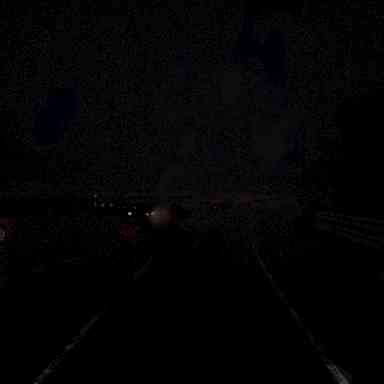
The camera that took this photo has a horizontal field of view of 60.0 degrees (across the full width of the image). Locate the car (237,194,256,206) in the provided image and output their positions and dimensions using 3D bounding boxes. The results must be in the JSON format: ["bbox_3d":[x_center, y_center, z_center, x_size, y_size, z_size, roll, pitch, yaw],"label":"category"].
[{"bbox_3d":[9.903,1.718,60.299,1.882,1.535,5.008,2,0,17],"label":"car"}]

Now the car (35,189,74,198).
[{"bbox_3d":[-19.531,0.624,48.519,2.150,2.045,5.566,2,0,18],"label":"car"}]

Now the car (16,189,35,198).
[{"bbox_3d":[-23.036,0.520,49.009,2.150,2.045,5.566,2,0,18],"label":"car"}]

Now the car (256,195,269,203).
[{"bbox_3d":[18.286,2.022,86.919,1.994,1.385,4.181,2,0,17],"label":"car"}]

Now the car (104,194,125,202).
[{"bbox_3d":[-14.735,1.071,63.620,1.994,1.385,4.181,2,0,18],"label":"car"}]

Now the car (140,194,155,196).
[{"bbox_3d":[-10.136,1.145,78.202,2.128,1.511,4.902,2,0,17],"label":"car"}]

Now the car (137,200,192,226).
[{"bbox_3d":[-1.592,1.531,23.826,2.033,1.411,5.357,2,0,17],"label":"car"}]

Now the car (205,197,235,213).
[{"bbox_3d":[3.370,1.572,39.566,1.882,1.535,5.008,2,0,17],"label":"car"}]

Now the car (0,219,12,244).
[{"bbox_3d":[-8.976,1.271,12.021,1.882,1.535,5.008,2,0,17],"label":"car"}]

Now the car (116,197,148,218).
[{"bbox_3d":[-4.026,1.409,27.740,1.837,1.490,4.892,2,0,17],"label":"car"}]

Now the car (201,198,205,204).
[{"bbox_3d":[3.229,1.641,62.414,1.895,1.301,4.718,2,0,17],"label":"car"}]

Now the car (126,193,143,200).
[{"bbox_3d":[-13.611,0.991,78.810,1.882,1.535,5.008,2,0,17],"label":"car"}]

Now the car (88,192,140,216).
[{"bbox_3d":[-6.919,1.165,30.179,2.097,1.767,4.553,2,0,17],"label":"car"}]

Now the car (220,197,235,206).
[{"bbox_3d":[6.558,1.704,61.336,1.994,1.385,4.181,2,0,17],"label":"car"}]
